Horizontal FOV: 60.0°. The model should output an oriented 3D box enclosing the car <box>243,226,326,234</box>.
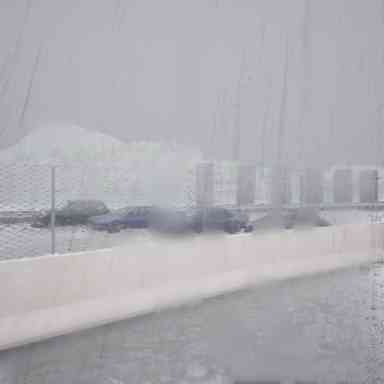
[{"bbox_3d":[4.367,1.497,15.043,4.181,1.385,1.994,0,0,-31],"label":"car"}]
